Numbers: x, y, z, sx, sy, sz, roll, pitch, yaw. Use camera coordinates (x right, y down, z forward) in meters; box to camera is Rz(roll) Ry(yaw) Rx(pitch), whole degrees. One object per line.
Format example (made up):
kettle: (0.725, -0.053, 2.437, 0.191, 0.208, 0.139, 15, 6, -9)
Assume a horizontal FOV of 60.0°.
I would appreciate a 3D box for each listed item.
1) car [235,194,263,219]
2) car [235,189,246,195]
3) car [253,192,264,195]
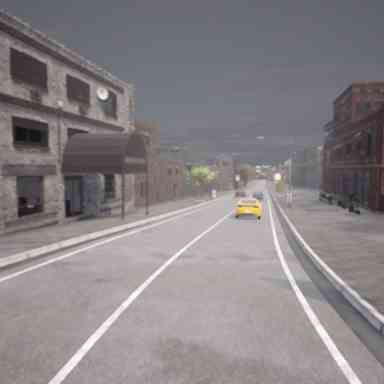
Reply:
car: (4.695, 1.233, 27.126, 1.882, 1.535, 5.008, 1, 1, 13)
car: (9.493, 0.166, 65.162, 1.882, 1.535, 5.008, 1, 2, 13)
car: (10.876, 0.625, 55.193, 2.033, 1.411, 5.357, 1, 2, 13)
